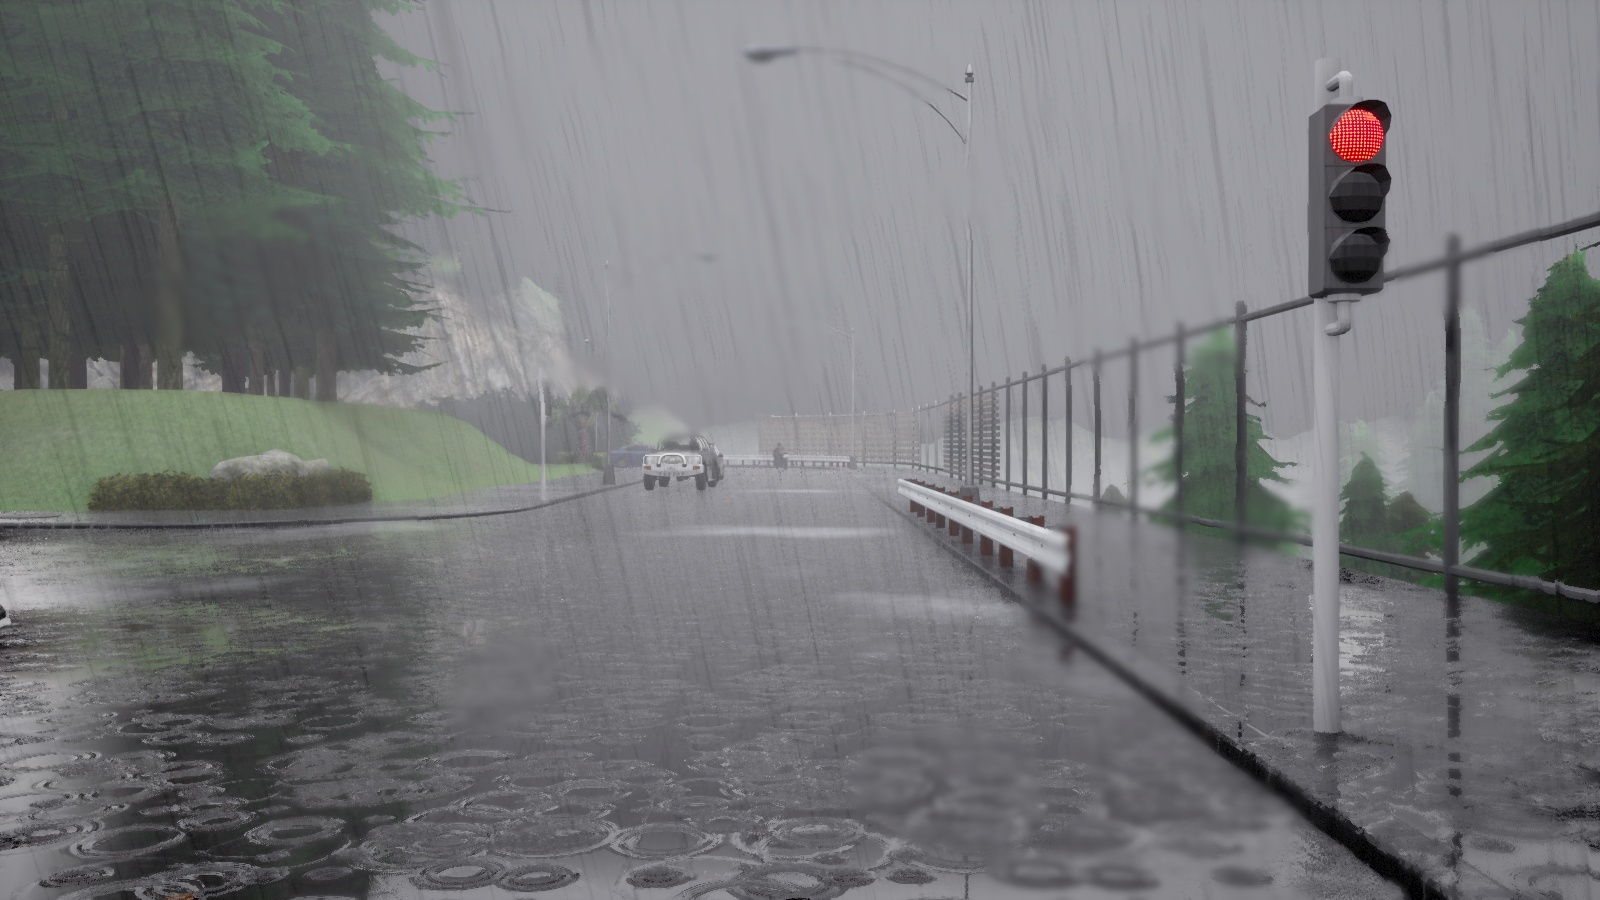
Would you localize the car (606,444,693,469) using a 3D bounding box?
[{"bbox_3d":[-8.688,0.356,72.782,4.674,1.442,1.812,0,0,14],"label":"car"}]

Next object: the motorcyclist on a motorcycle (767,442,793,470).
[{"bbox_3d":[-1.145,0.329,70.928,0.797,1.523,2.044,-2,1,-22],"label":"motorcyclist on a motorcycle"}]

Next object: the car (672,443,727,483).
[{"bbox_3d":[-3.912,0.478,49.425,1.845,1.501,3.633,0,0,0],"label":"car"}]

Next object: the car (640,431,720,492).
[{"bbox_3d":[-3.834,0.330,40.803,1.932,1.855,4.605,0,0,3],"label":"car"}]
